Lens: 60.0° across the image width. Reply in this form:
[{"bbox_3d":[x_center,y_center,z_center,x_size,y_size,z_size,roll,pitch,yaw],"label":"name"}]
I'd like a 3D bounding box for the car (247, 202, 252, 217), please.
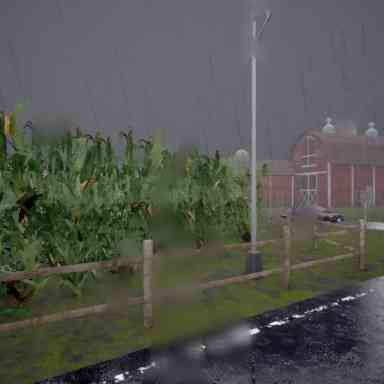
[{"bbox_3d":[4.779,1.640,36.532,2.150,2.045,5.566,1,-1,-27],"label":"car"}]

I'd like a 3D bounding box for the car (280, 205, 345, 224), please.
[{"bbox_3d":[9.778,1.794,27.507,2.033,1.411,5.357,1,-1,-31],"label":"car"}]
